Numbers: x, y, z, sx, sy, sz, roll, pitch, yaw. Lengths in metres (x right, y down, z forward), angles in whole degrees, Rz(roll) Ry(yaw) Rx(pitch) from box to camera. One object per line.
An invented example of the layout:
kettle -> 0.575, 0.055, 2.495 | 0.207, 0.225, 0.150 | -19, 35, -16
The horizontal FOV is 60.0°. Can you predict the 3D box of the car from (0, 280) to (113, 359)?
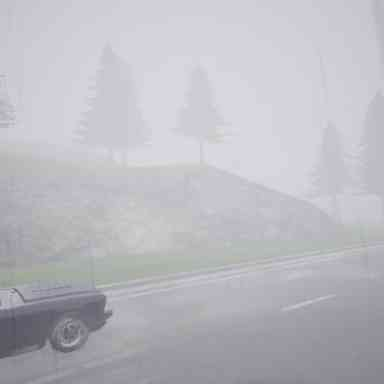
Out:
car -> -3.759, 2.033, 5.298 | 4.718, 1.301, 1.895 | 1, -4, -36
